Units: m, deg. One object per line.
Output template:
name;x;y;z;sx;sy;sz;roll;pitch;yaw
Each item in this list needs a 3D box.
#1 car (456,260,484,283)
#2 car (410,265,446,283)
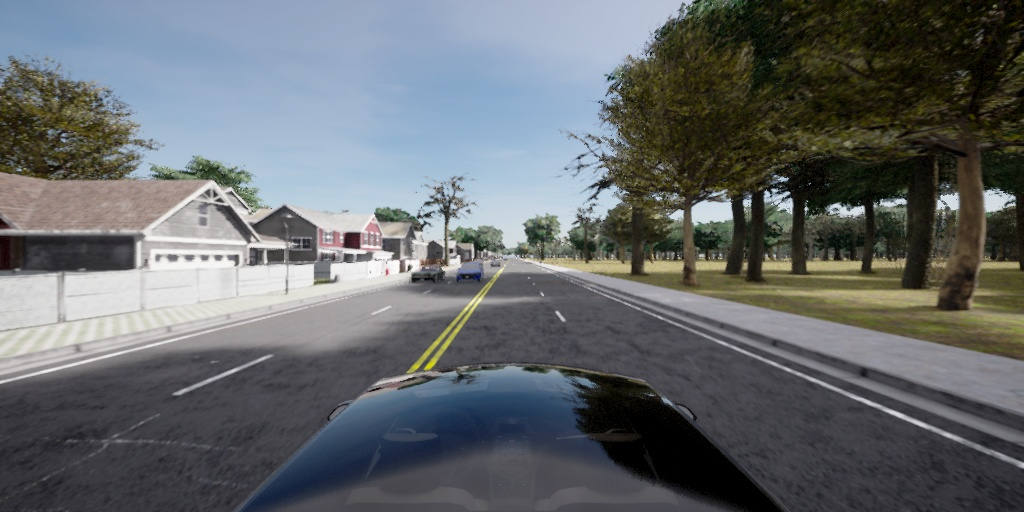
car;-3.344;1.310;29.329;1.882;1.535;5.008;0;0;0
car;-6.596;1.431;28.508;1.895;1.301;4.718;0;0;0
